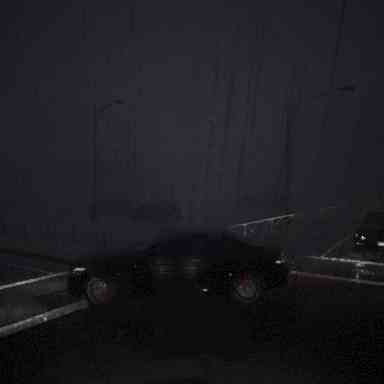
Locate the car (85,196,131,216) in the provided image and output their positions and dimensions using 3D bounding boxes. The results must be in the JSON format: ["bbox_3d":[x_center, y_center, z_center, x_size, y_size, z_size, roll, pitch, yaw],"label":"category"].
[{"bbox_3d":[-7.187,1.340,29.366,3.806,1.475,1.970,0,0,33],"label":"car"}]

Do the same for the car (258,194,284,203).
[{"bbox_3d":[15.275,1.237,64.124,4.514,1.523,2.007,0,0,33],"label":"car"}]

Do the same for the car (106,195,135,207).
[{"bbox_3d":[-9.821,1.249,45.419,3.633,1.501,1.845,0,0,33],"label":"car"}]

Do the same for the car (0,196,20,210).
[{"bbox_3d":[-22.728,1.249,39.706,5.027,1.636,2.152,0,0,33],"label":"car"}]

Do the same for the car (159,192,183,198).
[{"bbox_3d":[-4.316,1.223,53.759,4.514,1.523,2.007,0,0,33],"label":"car"}]

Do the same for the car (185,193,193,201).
[{"bbox_3d":[-1.687,0.982,70.851,3.866,1.878,1.905,0,0,33],"label":"car"}]

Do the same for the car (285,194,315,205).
[{"bbox_3d":[15.928,1.111,51.652,5.027,1.636,2.152,0,0,33],"label":"car"}]

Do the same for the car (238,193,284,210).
[{"bbox_3d":[7.679,1.061,38.287,4.605,1.855,1.932,0,0,33],"label":"car"}]

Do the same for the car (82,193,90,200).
[{"bbox_3d":[-29.843,1.319,89.921,2.242,1.667,4.611,0,0,33],"label":"car"}]

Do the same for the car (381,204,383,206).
[{"bbox_3d":[12.001,1.472,19.776,2.128,1.511,4.902,0,0,33],"label":"car"}]

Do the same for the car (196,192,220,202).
[{"bbox_3d":[3.098,1.019,63.794,4.605,1.855,1.932,0,0,33],"label":"car"}]

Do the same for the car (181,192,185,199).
[{"bbox_3d":[-4.019,1.266,68.404,3.806,1.475,1.970,0,0,33],"label":"car"}]

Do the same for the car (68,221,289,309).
[{"bbox_3d":[-0.259,1.520,7.314,4.674,1.442,1.812,0,1,-4],"label":"car"}]

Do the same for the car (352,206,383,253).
[{"bbox_3d":[7.594,1.489,13.055,1.837,1.490,4.892,0,0,33],"label":"car"}]

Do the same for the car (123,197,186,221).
[{"bbox_3d":[-2.608,1.345,22.810,3.633,1.501,1.845,0,0,33],"label":"car"}]
